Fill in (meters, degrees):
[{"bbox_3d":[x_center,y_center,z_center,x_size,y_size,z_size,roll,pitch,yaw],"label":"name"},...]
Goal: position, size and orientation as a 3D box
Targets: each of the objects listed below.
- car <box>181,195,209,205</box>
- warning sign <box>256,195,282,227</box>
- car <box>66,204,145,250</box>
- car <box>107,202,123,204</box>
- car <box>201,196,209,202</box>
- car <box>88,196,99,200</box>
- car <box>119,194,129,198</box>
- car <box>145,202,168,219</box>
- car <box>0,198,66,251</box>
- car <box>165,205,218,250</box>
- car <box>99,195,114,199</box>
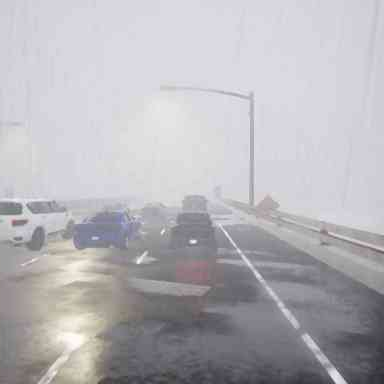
[{"bbox_3d":[0.254,1.281,29.197,2.150,2.045,5.566,0,0,1],"label":"car"},{"bbox_3d":[4.659,1.126,20.290,1.300,1.860,1.060,-1,-1,1],"label":"warning sign"},{"bbox_3d":[-3.438,1.492,14.300,1.882,1.535,5.008,0,0,0],"label":"car"},{"bbox_3d":[-6.746,1.597,29.286,1.994,1.385,4.181,0,0,1],"label":"car"},{"bbox_3d":[3.095,1.647,79.825,1.812,1.442,4.674,0,0,3],"label":"car"},{"bbox_3d":[-22.764,1.649,77.451,1.994,1.385,4.181,0,0,2],"label":"car"},{"bbox_3d":[-15.770,1.448,77.156,2.097,1.767,4.553,0,0,2],"label":"car"},{"bbox_3d":[-3.246,1.587,29.226,2.033,1.411,5.357,0,0,1],"label":"car"},{"bbox_3d":[-6.937,1.266,14.362,2.150,2.045,5.566,0,0,0],"label":"car"},{"bbox_3d":[0.062,1.523,14.270,1.837,1.490,4.892,0,0,0],"label":"car"},{"bbox_3d":[-19.268,1.595,77.288,1.837,1.490,4.892,0,0,2],"label":"car"}]
